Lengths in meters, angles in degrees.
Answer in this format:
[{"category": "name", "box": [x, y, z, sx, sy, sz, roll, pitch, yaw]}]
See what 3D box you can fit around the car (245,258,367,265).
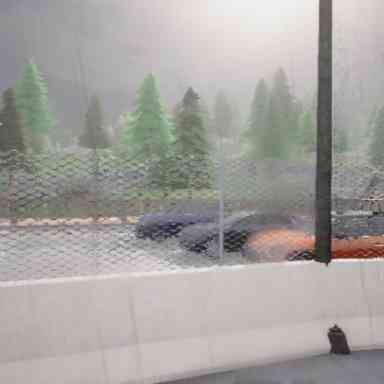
[{"category": "car", "box": [3.545, 1.274, 8.467, 4.553, 1.767, 2.097, 0, 1, -11]}]
